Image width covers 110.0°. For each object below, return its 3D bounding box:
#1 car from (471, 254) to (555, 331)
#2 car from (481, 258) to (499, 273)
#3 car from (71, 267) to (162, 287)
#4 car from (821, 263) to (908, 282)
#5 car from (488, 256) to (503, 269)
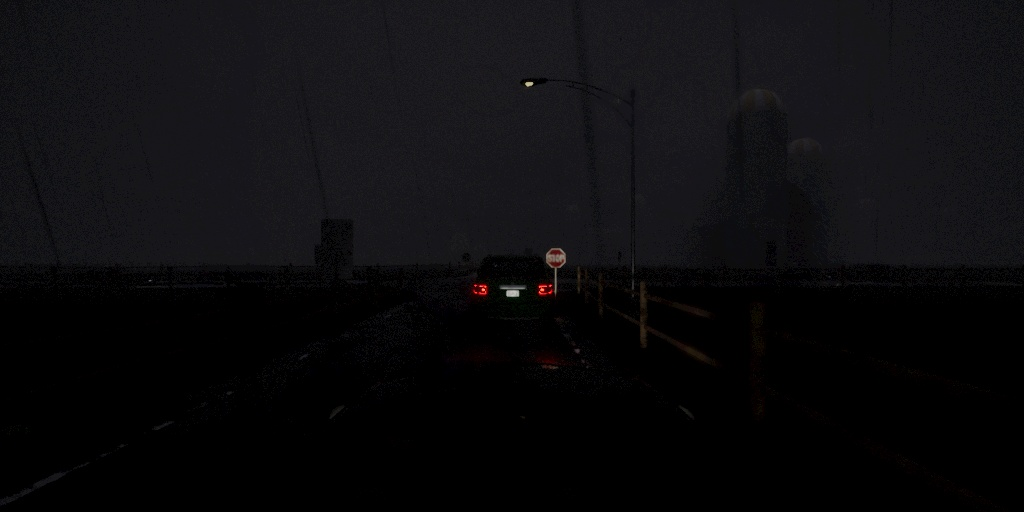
[{"bbox_3d":[0.042,0.973,11.083,2.150,2.045,5.566,0,0,1],"label":"car"},{"bbox_3d":[-2.807,1.169,46.427,2.097,1.767,4.553,0,0,0],"label":"car"},{"bbox_3d":[-27.821,1.456,25.372,4.718,1.301,1.895,0,0,0],"label":"car"},{"bbox_3d":[27.629,1.256,28.172,5.357,1.411,2.033,0,0,0],"label":"car"},{"bbox_3d":[-2.774,1.091,61.573,2.150,2.045,5.566,0,0,0],"label":"car"}]
